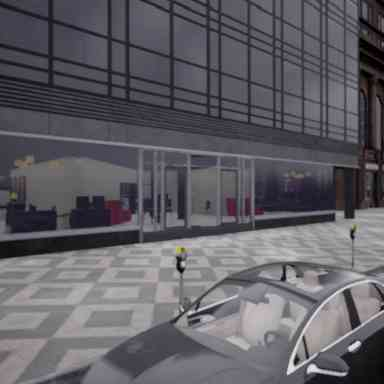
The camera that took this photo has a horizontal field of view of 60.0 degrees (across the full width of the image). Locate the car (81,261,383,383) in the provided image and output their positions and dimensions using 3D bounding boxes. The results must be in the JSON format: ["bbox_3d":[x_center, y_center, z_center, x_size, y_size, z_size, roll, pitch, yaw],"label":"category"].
[{"bbox_3d":[0.983,1.547,3.586,4.403,1.369,2.008,0,0,-39],"label":"car"}]
